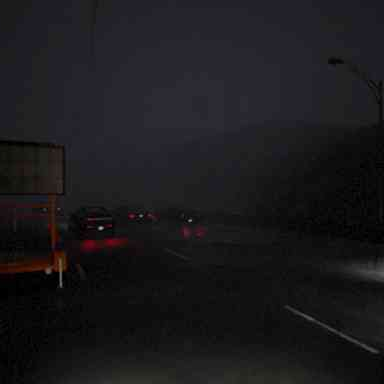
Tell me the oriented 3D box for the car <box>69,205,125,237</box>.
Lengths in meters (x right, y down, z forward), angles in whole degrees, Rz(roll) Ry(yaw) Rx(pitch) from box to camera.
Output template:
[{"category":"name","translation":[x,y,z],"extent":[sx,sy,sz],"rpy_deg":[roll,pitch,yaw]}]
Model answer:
[{"category":"car","translation":[-5.598,1.545,18.382],"extent":[2.128,1.511,4.902],"rpy_deg":[0,0,-28]}]

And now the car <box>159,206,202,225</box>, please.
[{"category":"car","translation":[-1.219,1.681,24.971],"extent":[1.895,1.301,4.718],"rpy_deg":[0,0,-30]}]

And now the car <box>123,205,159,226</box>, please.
[{"category":"car","translation":[-4.600,1.620,23.904],"extent":[2.033,1.411,5.357],"rpy_deg":[0,0,-30]}]

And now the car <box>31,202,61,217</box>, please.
[{"category":"car","translation":[-14.380,1.638,32.619],"extent":[2.033,1.411,5.357],"rpy_deg":[0,0,-36]}]

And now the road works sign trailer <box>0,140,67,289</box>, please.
[{"category":"road works sign trailer","translation":[-4.605,0.488,8.665],"extent":[2.380,3.560,2.880],"rpy_deg":[0,0,-26]}]
